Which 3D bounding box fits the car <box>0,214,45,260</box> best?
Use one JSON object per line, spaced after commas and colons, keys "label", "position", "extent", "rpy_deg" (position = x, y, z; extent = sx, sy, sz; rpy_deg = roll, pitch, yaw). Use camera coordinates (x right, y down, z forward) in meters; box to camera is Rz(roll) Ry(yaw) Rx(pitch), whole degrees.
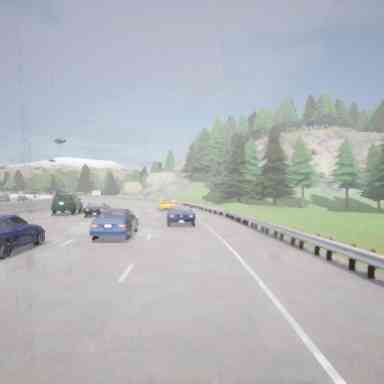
{"label": "car", "position": [-7.147, 1.526, 12.317], "extent": [1.812, 1.442, 4.674], "rpy_deg": [0, 0, -2]}

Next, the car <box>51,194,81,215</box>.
{"label": "car", "position": [-12.715, 1.223, 34.030], "extent": [2.150, 2.045, 5.566], "rpy_deg": [0, 0, -8]}

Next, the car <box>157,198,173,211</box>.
{"label": "car", "position": [-3.275, 1.479, 41.228], "extent": [1.882, 1.535, 5.008], "rpy_deg": [0, 0, -10]}

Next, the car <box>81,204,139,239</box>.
{"label": "car", "position": [-3.878, 1.548, 17.185], "extent": [2.033, 1.411, 5.357], "rpy_deg": [0, 0, -4]}

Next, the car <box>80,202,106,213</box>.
{"label": "car", "position": [-8.759, 1.602, 31.060], "extent": [1.895, 1.301, 4.718], "rpy_deg": [0, 0, -7]}

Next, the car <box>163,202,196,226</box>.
{"label": "car", "position": [-0.882, 1.602, 23.555], "extent": [1.895, 1.301, 4.718], "rpy_deg": [0, 0, -5]}
